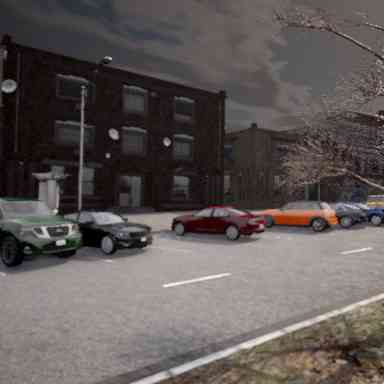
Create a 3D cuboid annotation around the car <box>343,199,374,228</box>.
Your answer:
[{"bbox_3d":[8.775,1.452,21.757,4.892,1.521,2.231,-1,-1,37],"label":"car"}]

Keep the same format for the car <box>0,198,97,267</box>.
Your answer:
[{"bbox_3d":[-6.225,1.214,11.606,5.566,2.045,2.435,-1,-1,35],"label":"car"}]

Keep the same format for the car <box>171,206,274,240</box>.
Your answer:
[{"bbox_3d":[1.215,1.458,16.751,5.008,1.535,2.097,-1,0,36],"label":"car"}]

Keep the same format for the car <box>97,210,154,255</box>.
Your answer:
[{"bbox_3d":[-3.774,1.463,13.351,5.008,1.535,2.097,-1,-1,35],"label":"car"}]

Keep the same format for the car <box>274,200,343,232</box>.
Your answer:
[{"bbox_3d":[6.255,1.328,20.092,4.553,1.767,2.185,-1,-1,36],"label":"car"}]

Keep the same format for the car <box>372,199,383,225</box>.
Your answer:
[{"bbox_3d":[11.295,1.448,23.419,5.008,1.535,2.097,-1,-1,37],"label":"car"}]

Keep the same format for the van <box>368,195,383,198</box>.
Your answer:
[{"bbox_3d":[16.467,1.215,26.599,4.442,1.987,1.878,-1,-1,37],"label":"van"}]
